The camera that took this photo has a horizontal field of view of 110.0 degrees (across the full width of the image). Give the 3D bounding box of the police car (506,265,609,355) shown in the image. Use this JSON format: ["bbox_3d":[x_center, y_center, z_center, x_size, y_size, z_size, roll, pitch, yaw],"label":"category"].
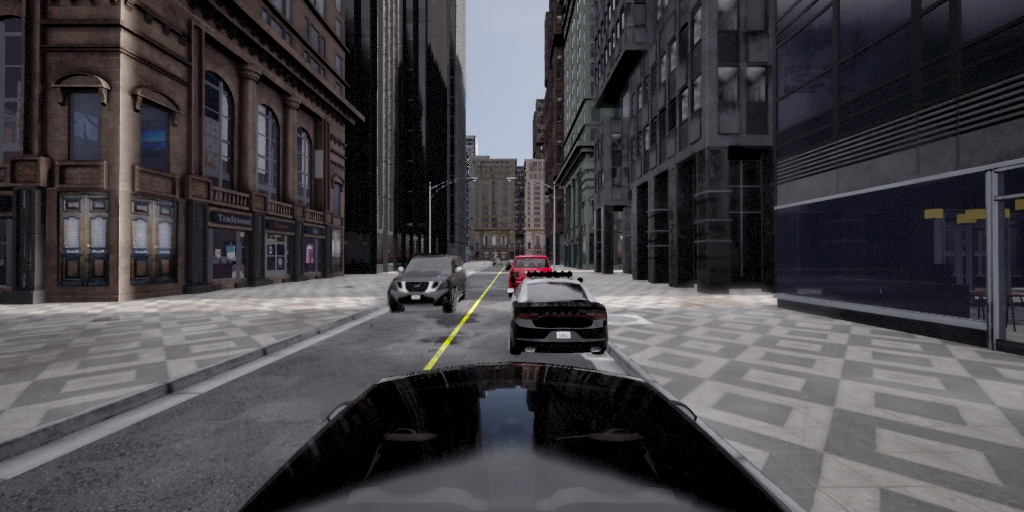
[{"bbox_3d":[0.905,1.179,8.856,1.930,1.638,5.238,0,0,0],"label":"police car"}]

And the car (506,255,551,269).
[{"bbox_3d":[0.915,0.985,18.778,2.150,2.045,5.566,0,0,0],"label":"car"}]

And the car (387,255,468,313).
[{"bbox_3d":[-3.090,0.978,14.293,2.150,2.045,5.566,0,0,0],"label":"car"}]
